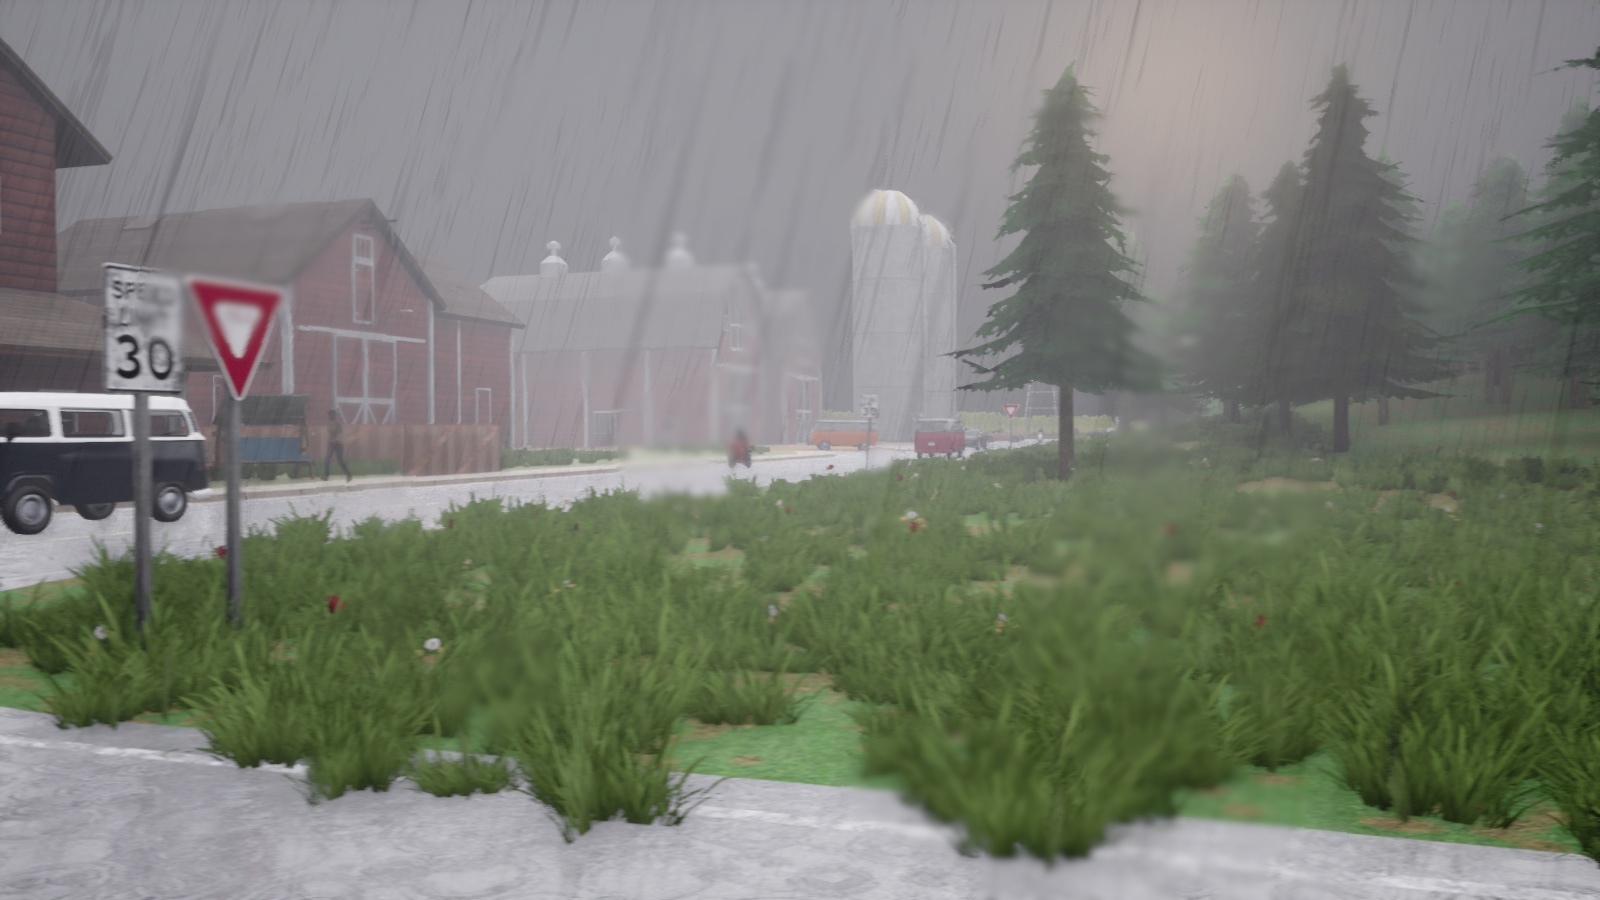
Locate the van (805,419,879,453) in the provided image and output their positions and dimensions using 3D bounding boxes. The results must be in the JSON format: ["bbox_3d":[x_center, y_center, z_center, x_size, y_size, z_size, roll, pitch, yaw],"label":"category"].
[{"bbox_3d":[2.616,-0.890,78.560,4.442,1.987,1.775,1,1,-3],"label":"van"}]

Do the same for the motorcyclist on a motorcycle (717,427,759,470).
[{"bbox_3d":[-2.225,-0.074,45.398,0.797,1.523,2.044,1,1,19],"label":"motorcyclist on a motorcycle"}]

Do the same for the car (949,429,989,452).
[{"bbox_3d":[11.670,-0.660,86.493,1.837,1.490,4.892,1,2,19],"label":"car"}]

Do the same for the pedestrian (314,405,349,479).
[{"bbox_3d":[-11.535,-0.206,30.941,0.328,1.805,0.869,1,1,20],"label":"pedestrian"}]

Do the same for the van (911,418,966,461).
[{"bbox_3d":[6.786,-0.520,61.115,1.775,1.987,4.442,1,1,19],"label":"van"}]

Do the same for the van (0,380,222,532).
[{"bbox_3d":[-11.204,0.062,18.837,2.069,2.038,4.480,1,1,19],"label":"van"}]
